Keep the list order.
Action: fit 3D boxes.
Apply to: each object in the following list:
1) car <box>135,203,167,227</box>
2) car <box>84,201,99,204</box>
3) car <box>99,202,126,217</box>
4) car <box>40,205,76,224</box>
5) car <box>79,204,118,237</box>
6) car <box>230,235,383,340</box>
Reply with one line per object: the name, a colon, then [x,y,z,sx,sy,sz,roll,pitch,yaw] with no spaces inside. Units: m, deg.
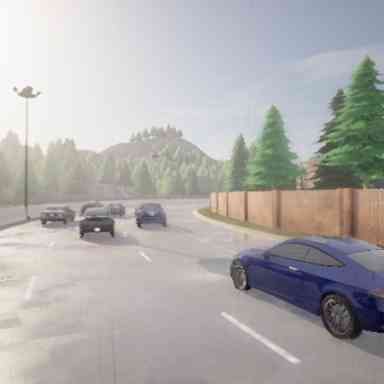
car: [-3.181,1.592,24.998,2.097,1.767,4.553,0,-1,-12]
car: [-11.863,1.863,39.937,1.837,1.490,4.892,0,0,-2]
car: [-8.214,1.875,35.619,2.033,1.411,5.357,0,-1,-5]
car: [-10.631,1.776,26.661,2.033,1.411,5.357,0,-1,-10]
car: [-5.447,1.678,19.275,1.837,1.490,4.892,0,-1,-15]
car: [2.564,1.604,6.774,1.812,1.442,4.674,0,-1,-24]
